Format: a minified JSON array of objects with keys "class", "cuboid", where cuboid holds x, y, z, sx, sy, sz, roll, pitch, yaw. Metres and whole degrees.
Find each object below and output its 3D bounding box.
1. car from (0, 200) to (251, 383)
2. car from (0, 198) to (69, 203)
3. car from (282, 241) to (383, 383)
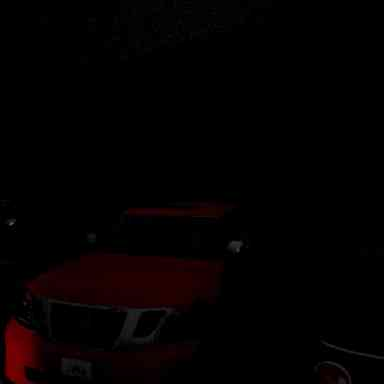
[{"class":"car","cuboid":[-0.275,1.219,5.573,2.435,2.045,5.566,1,0,15]},{"class":"car","cuboid":[-5.183,1.199,9.048,2.435,2.045,5.566,1,0,15]},{"class":"car","cuboid":[2.162,1.355,3.830,2.185,1.767,4.553,0,-1,15]}]
